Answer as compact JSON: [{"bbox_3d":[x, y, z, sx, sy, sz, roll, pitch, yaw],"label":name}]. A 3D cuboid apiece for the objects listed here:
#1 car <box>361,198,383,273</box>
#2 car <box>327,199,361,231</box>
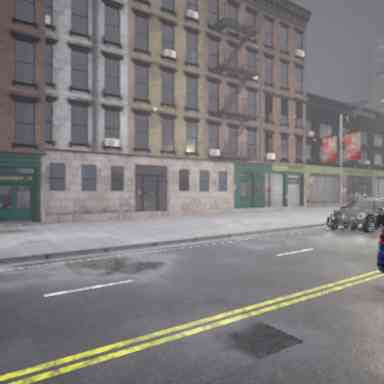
[{"bbox_3d":[6.614,1.112,7.843,5.566,2.045,2.150,-1,1,-34],"label":"car"},{"bbox_3d":[9.256,1.126,17.731,4.553,1.767,2.097,-1,1,-34],"label":"car"}]
